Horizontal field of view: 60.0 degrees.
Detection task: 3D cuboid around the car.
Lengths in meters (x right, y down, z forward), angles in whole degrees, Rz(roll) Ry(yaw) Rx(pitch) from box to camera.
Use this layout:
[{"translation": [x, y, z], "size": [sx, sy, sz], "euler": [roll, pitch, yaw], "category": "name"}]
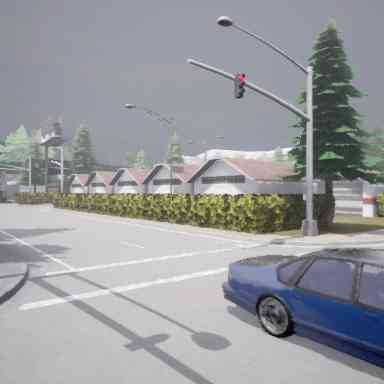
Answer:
[{"translation": [2.767, 1.573, 4.637], "size": [2.033, 1.411, 5.357], "euler": [0, 0, -38], "category": "car"}]
